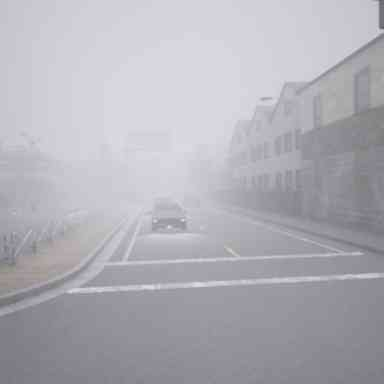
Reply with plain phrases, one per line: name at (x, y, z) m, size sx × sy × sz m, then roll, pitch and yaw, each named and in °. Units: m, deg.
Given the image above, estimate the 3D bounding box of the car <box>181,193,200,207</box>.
car at (-0.292, 0.851, 41.208) m, size 2.097 × 1.767 × 4.553 m, roll -1°, pitch 1°, yaw -7°

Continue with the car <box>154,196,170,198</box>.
car at (-2.590, 1.154, 29.133) m, size 1.837 × 1.490 × 4.892 m, roll -1°, pitch 1°, yaw -6°

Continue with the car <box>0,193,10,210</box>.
car at (-22.918, 1.111, 39.058) m, size 1.905 × 1.878 × 3.866 m, roll -1°, pitch 1°, yaw -7°

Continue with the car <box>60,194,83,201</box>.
car at (-26.381, 1.233, 72.888) m, size 4.611 × 1.667 × 2.242 m, roll -1°, pitch 1°, yaw -7°

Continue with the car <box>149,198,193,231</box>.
car at (-1.401, 1.282, 18.794) m, size 2.033 × 1.411 × 5.357 m, roll -1°, pitch 1°, yaw -6°

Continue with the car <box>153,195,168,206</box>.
car at (-4.337, 1.152, 44.891) m, size 1.895 × 1.301 × 4.718 m, roll -1°, pitch 1°, yaw -7°
